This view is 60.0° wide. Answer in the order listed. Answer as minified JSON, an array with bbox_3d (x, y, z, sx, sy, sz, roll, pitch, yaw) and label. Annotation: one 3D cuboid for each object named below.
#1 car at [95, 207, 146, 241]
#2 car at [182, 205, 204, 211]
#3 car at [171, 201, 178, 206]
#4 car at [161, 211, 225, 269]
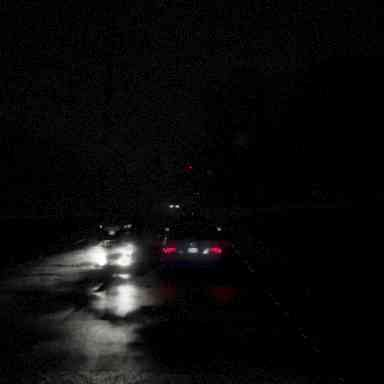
[{"bbox_3d":[-3.570,1.570,17.323,2.128,1.511,4.902,0,0,0],"label":"car"},{"bbox_3d":[0.062,1.746,27.646,1.895,1.301,4.718,0,0,0],"label":"car"},{"bbox_3d":[-4.573,2.955,86.832,1.895,1.301,4.718,0,-2,-1],"label":"car"},{"bbox_3d":[0.044,1.587,11.204,2.033,1.411,5.357,0,0,0],"label":"car"}]
